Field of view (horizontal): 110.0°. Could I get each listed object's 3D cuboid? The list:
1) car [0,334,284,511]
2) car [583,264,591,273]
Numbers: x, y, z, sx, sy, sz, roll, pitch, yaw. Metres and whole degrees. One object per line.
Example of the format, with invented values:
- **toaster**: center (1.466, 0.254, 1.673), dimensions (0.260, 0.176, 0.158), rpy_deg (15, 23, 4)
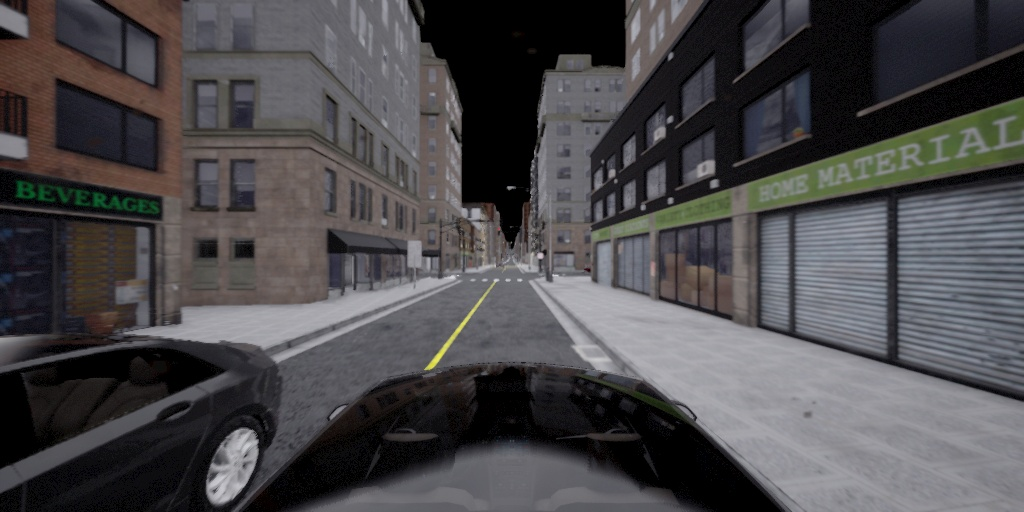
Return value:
- **car**: center (-3.099, 1.252, 1.454), dimensions (1.837, 1.490, 4.892), rpy_deg (0, -1, 0)
- **car**: center (12.096, 1.326, 47.737), dimensions (5.009, 1.841, 2.192), rpy_deg (0, 0, 0)
